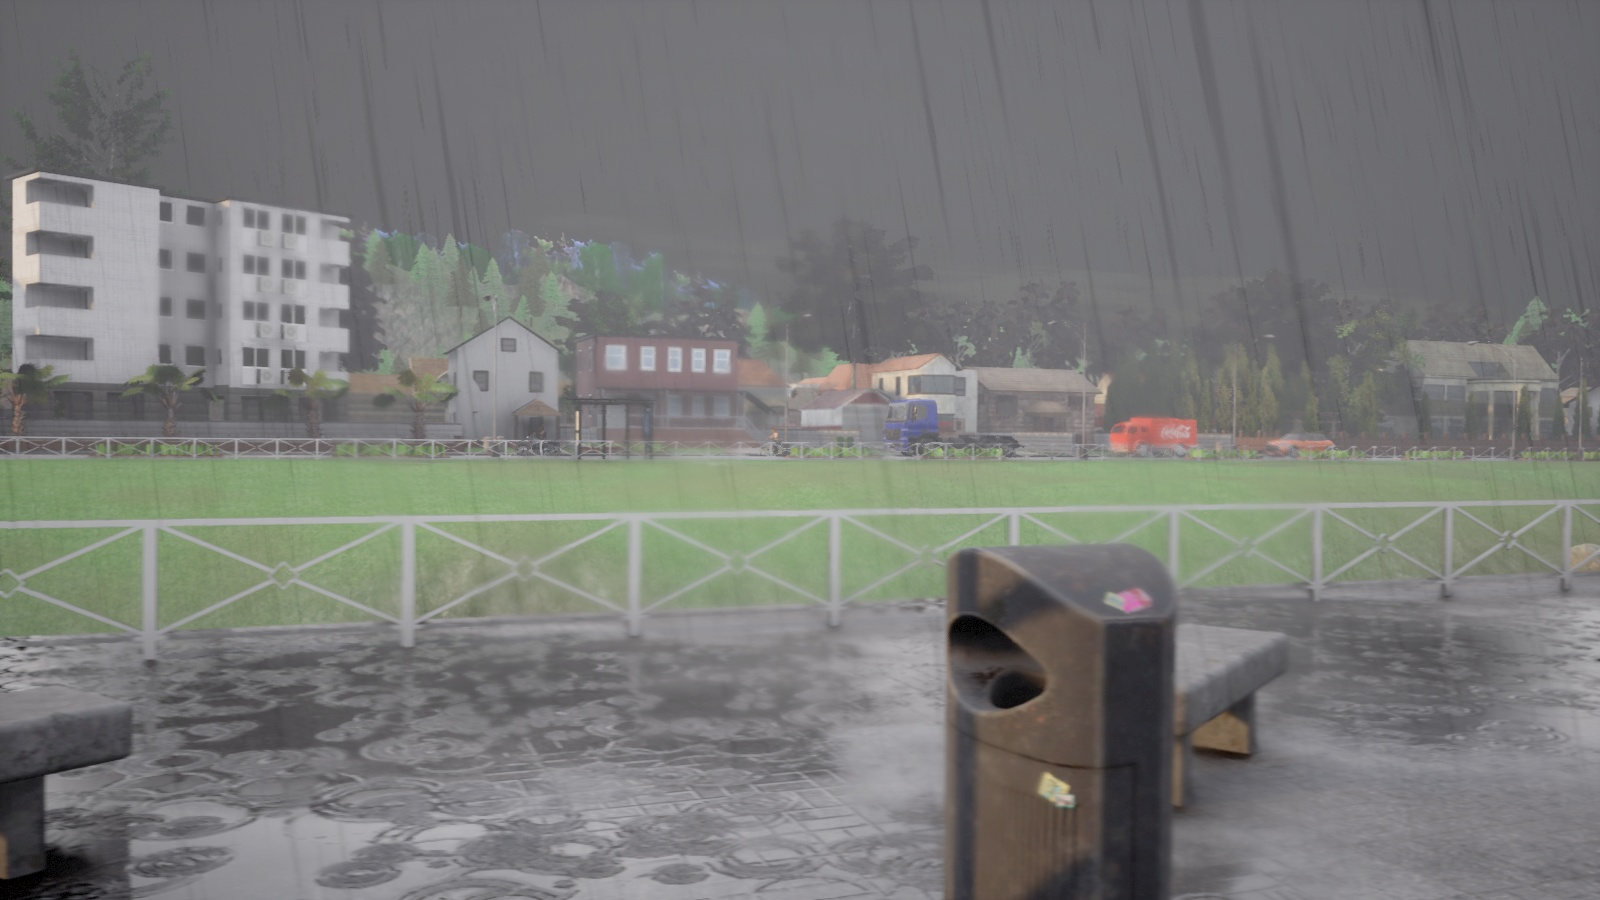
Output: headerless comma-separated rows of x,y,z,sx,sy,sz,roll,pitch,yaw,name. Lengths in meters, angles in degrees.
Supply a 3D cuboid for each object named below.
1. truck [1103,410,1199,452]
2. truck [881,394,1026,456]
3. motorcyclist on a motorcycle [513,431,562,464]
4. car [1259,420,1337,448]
21.828,-1.195,78.050,5.204,2.467,2.627,-1,1,-21,truck
8.947,-1.471,73.157,7.936,3.462,2.891,-1,1,-21,truck
-13.501,-0.158,64.652,2.350,1.649,0.766,-1,1,-21,motorcyclist on a motorcycle
32.576,-1.032,82.132,4.553,1.767,2.097,-1,1,-21,car
